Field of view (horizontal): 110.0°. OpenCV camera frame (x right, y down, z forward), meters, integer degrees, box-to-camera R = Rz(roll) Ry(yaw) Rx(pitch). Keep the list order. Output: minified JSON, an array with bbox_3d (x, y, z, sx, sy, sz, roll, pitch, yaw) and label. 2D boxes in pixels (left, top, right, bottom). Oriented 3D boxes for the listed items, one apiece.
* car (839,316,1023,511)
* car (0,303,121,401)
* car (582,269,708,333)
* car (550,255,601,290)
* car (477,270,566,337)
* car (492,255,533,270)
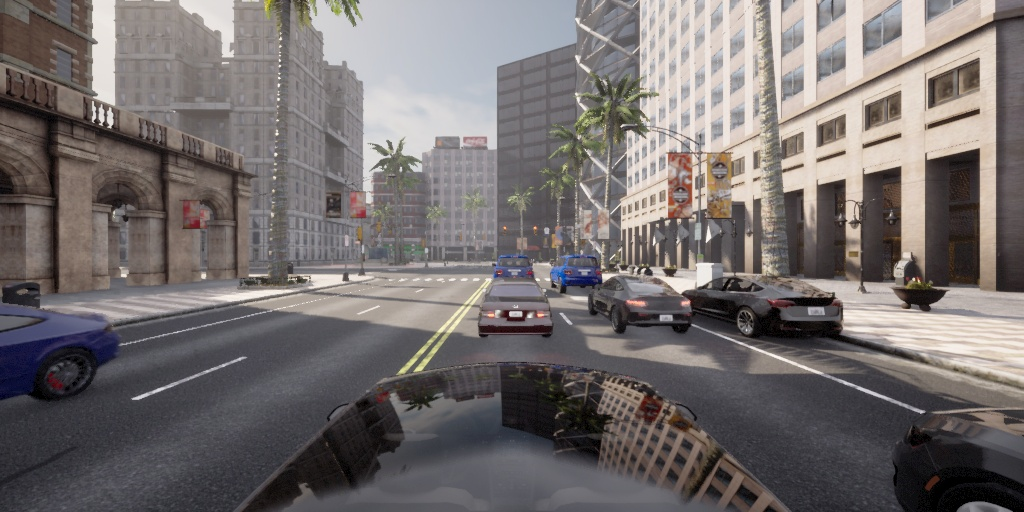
[{"bbox_3d":[3.600,1.255,0.462,1.837,1.490,4.892,0,0,0],"label":"car"},{"bbox_3d":[-7.106,1.276,3.742,1.812,1.442,4.674,0,0,0],"label":"car"},{"bbox_3d":[3.564,1.276,10.637,1.812,1.442,4.674,0,0,-1],"label":"car"},{"bbox_3d":[3.547,0.971,20.601,2.150,2.045,5.566,0,0,-2],"label":"car"},{"bbox_3d":[0.070,1.297,10.248,2.033,1.411,5.357,0,0,0],"label":"car"},{"bbox_3d":[0.048,0.971,20.467,2.150,2.045,5.566,0,0,-2],"label":"car"}]
